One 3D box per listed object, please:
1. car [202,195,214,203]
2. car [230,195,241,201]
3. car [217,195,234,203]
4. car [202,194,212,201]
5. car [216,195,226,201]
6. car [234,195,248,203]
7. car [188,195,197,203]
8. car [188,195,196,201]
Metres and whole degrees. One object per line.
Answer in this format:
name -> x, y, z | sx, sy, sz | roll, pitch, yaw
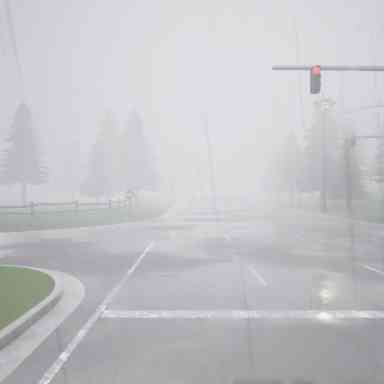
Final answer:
car -> 3.552, 1.469, 70.342 | 1.882, 1.535, 5.008 | 0, 0, 0
car -> 10.560, 1.427, 80.786 | 1.895, 1.301, 4.718 | 0, 0, 0
car -> 7.052, 1.517, 70.339 | 2.128, 1.511, 4.902 | 0, 0, 0
car -> 3.560, 1.357, 80.762 | 2.128, 1.511, 4.902 | 0, 0, 0
car -> 7.060, 1.427, 80.789 | 1.895, 1.301, 4.718 | 0, 0, 0
car -> 10.552, 1.531, 70.336 | 2.033, 1.411, 5.357 | 0, 0, 0
car -> 0.052, 1.517, 70.344 | 2.128, 1.511, 4.902 | 0, 0, 0
car -> 0.060, 1.427, 80.794 | 1.895, 1.301, 4.718 | 0, 0, 0
